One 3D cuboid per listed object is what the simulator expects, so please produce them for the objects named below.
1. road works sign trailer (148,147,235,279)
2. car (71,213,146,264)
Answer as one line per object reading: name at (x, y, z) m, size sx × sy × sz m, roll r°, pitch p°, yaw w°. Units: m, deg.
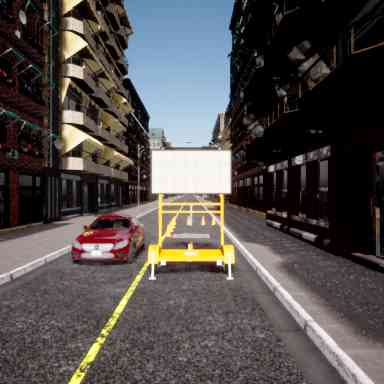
road works sign trailer at (-0.023, 0.467, 9.985) m, size 2.380 × 3.560 × 2.880 m, roll 0°, pitch 0°, yaw 0°
car at (-2.777, 1.529, 11.983) m, size 1.812 × 1.442 × 4.674 m, roll 0°, pitch 0°, yaw 0°
